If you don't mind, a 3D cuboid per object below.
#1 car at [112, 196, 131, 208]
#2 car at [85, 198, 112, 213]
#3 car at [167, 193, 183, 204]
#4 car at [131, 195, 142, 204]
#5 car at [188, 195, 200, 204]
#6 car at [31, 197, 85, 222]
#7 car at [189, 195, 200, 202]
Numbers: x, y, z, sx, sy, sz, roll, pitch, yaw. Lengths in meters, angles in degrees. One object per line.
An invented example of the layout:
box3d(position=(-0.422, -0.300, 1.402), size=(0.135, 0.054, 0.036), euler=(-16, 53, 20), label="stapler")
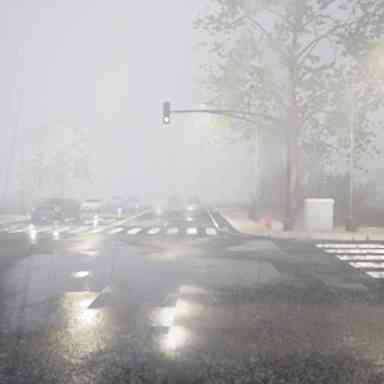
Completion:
box3d(position=(-9.607, 1.284, 43.035), size=(1.812, 1.442, 4.674), euler=(0, 0, 1), label="car")
box3d(position=(-9.743, 1.321, 33.305), size=(1.812, 1.442, 4.674), euler=(0, 0, 1), label="car")
box3d(position=(-2.861, 1.246, 55.083), size=(1.812, 1.442, 4.674), euler=(0, 0, 1), label="car")
box3d(position=(-9.417, 1.215, 54.736), size=(1.837, 1.490, 4.892), euler=(0, 0, 2), label="car")
box3d(position=(0.388, 1.291, 55.006), size=(1.994, 1.385, 4.181), euler=(0, 0, 1), label="car")
box3d(position=(-9.863, 1.180, 24.397), size=(2.097, 1.767, 4.553), euler=(0, 0, 1), label="car")
box3d(position=(0.523, 1.246, 65.075), size=(1.994, 1.385, 4.181), euler=(0, 0, 1), label="car")
